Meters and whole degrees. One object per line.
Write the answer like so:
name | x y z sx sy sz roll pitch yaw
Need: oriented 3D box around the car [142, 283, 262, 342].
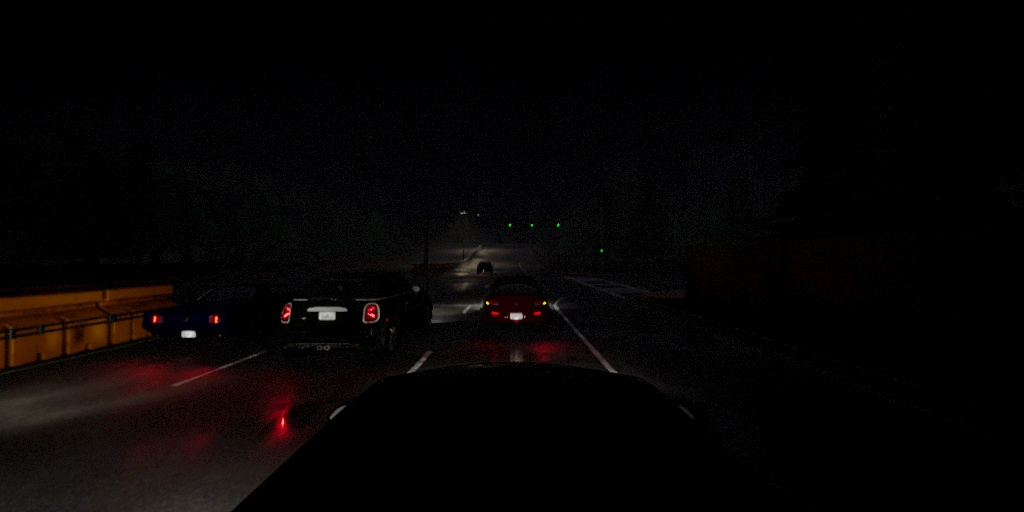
car | -6.894 1.392 9.878 1.895 1.301 4.718 0 0 0

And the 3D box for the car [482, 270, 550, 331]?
car | 0.106 1.323 11.129 1.812 1.442 4.674 0 0 0

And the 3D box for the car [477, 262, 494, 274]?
car | -3.370 1.473 45.292 1.837 1.490 4.892 0 0 0

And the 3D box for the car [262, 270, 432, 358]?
car | -3.394 1.136 8.707 2.097 1.767 4.553 0 0 0
